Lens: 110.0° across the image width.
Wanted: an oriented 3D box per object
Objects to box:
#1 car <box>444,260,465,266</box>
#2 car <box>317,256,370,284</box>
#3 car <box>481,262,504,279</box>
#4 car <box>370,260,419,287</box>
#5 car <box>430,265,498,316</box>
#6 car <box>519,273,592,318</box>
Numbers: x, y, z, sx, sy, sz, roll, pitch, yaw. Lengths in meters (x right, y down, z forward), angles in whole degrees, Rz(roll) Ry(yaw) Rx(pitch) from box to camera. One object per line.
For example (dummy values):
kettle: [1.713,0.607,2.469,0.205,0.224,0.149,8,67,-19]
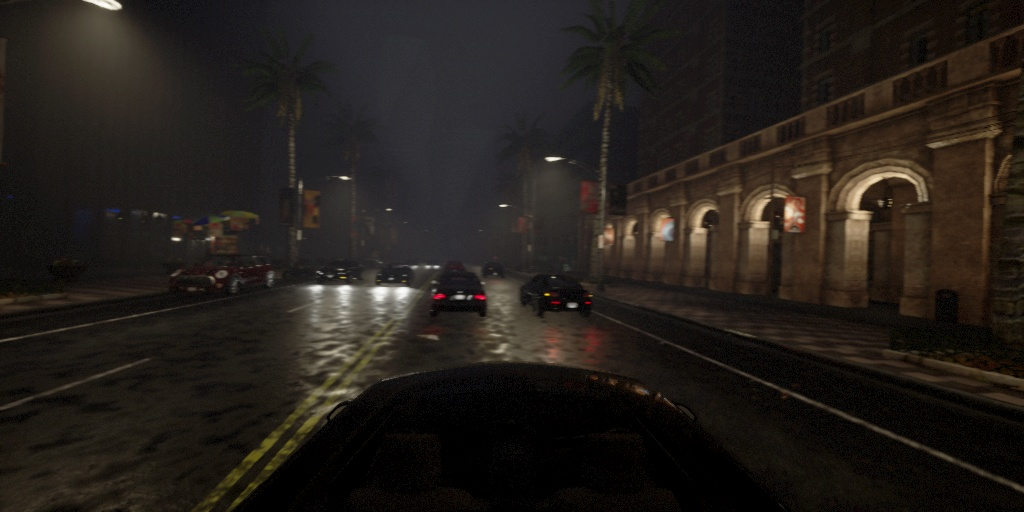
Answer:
car: [-5.564,1.137,34.771,1.882,1.535,5.008,2,0,-10]
car: [-10.899,0.934,23.108,1.837,1.490,4.892,2,0,-10]
car: [-1.863,1.294,33.848,1.837,1.490,4.892,2,0,-10]
car: [-7.277,1.122,22.641,1.994,1.385,4.181,2,0,-10]
car: [-1.952,1.265,13.124,2.033,1.411,5.357,2,0,-9]
car: [1.518,1.369,13.507,1.812,1.442,4.674,2,0,-9]
